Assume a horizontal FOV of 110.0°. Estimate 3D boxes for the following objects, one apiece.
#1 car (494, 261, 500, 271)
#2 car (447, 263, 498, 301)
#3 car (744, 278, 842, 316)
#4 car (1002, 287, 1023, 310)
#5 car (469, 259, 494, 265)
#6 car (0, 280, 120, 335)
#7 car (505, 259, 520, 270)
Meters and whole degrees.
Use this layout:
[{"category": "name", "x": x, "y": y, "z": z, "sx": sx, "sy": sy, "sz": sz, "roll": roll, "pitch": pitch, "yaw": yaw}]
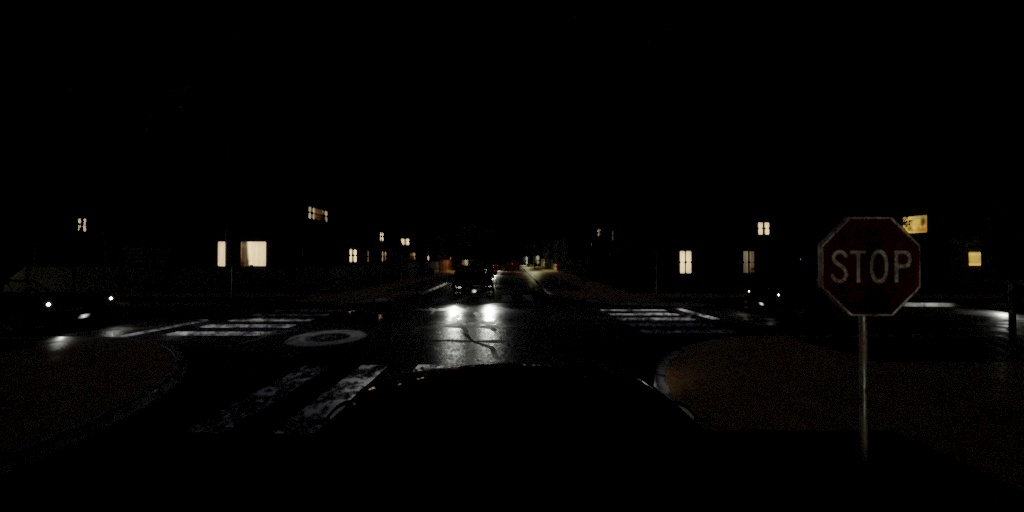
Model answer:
[{"category": "car", "x": -2.822, "y": 1.190, "z": 42.169, "sx": 2.097, "sy": 1.767, "sz": 4.553, "roll": 0, "pitch": 0, "yaw": 0}, {"category": "car", "x": -2.096, "y": 1.278, "z": 17.675, "sx": 1.837, "sy": 1.490, "sz": 4.892, "roll": 0, "pitch": 0, "yaw": -12}, {"category": "car", "x": 11.273, "y": 1.439, "z": 13.149, "sx": 4.718, "sy": 1.301, "sz": 1.895, "roll": 0, "pitch": -1, "yaw": -3}, {"category": "car", "x": 21.595, "y": 1.417, "z": 13.478, "sx": 4.674, "sy": 1.442, "sz": 1.812, "roll": 0, "pitch": -1, "yaw": -2}, {"category": "car", "x": -2.836, "y": 1.147, "z": 29.310, "sx": 2.097, "sy": 1.767, "sz": 4.553, "roll": 0, "pitch": 0, "yaw": 0}, {"category": "car", "x": -13.627, "y": 1.279, "z": 9.490, "sx": 4.718, "sy": 1.301, "sz": 1.895, "roll": 0, "pitch": -1, "yaw": -3}, {"category": "car", "x": 0.075, "y": 1.257, "z": 54.817, "sx": 2.097, "sy": 1.767, "sz": 4.553, "roll": 0, "pitch": 0, "yaw": 1}]
